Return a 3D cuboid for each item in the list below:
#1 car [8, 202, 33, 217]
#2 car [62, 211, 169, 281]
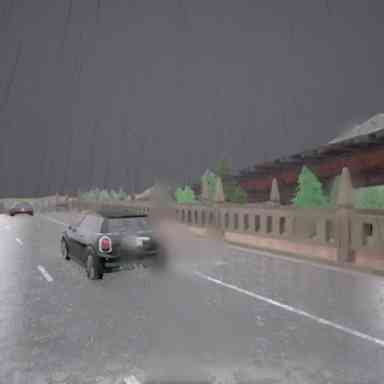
[{"bbox_3d":[-17.106,1.675,33.169,1.994,1.385,4.181,0,-1,-33],"label":"car"},{"bbox_3d":[-2.564,1.362,10.298,2.097,1.767,4.553,0,0,-32],"label":"car"}]
